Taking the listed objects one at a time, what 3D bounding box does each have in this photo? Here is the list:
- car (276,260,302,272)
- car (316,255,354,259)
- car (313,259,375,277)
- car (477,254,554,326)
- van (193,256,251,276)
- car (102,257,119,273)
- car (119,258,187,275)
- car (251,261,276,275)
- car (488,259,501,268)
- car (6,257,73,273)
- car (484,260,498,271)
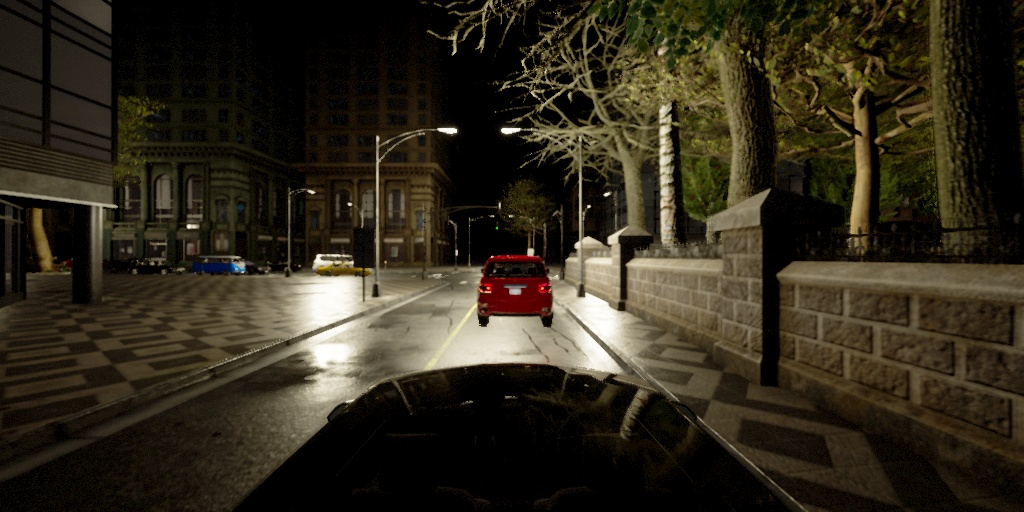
[{"bbox_3d":[-26.295,1.145,40.839,4.313,1.339,1.948,0,0,0],"label":"car"},{"bbox_3d":[-16.357,0.898,34.918,5.566,2.045,2.150,1,0,1],"label":"car"},{"bbox_3d":[-14.928,1.209,32.242,4.829,1.417,1.751,0,0,0],"label":"car"},{"bbox_3d":[0.105,0.996,11.966,2.150,2.045,5.566,0,0,0],"label":"car"},{"bbox_3d":[-26.339,0.904,32.314,3.998,1.789,1.690,0,0,0],"label":"van"},{"bbox_3d":[-36.597,0.927,35.057,4.902,1.511,2.128,1,0,1],"label":"car"},{"bbox_3d":[-31.957,1.043,32.349,4.403,1.370,2.007,0,0,0],"label":"car"},{"bbox_3d":[-26.591,1.112,34.983,5.357,1.411,2.033,1,0,1],"label":"car"},{"bbox_3d":[-3.034,1.281,62.951,2.033,1.411,5.357,0,0,1],"label":"car"},{"bbox_3d":[-43.026,0.862,32.418,4.829,1.417,1.751,0,0,0],"label":"car"},{"bbox_3d":[-3.097,1.326,52.916,2.033,1.411,5.357,0,0,-4],"label":"car"}]
